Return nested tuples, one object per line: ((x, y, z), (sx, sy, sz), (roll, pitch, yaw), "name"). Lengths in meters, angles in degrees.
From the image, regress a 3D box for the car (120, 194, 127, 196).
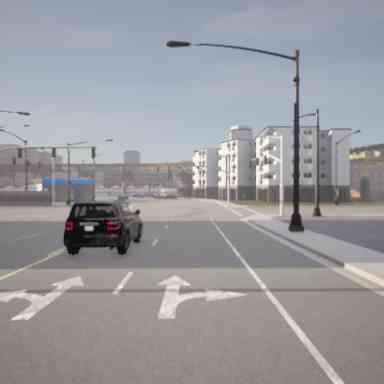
((-16.783, 1.323, 81.606), (1.882, 1.535, 5.008), (0, 1, -23), "car")

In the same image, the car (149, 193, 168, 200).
((-9.015, 1.305, 89.561), (2.128, 1.511, 4.902), (0, 1, -29), "car")

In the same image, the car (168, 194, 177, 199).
((-5.894, 1.259, 91.135), (1.837, 1.490, 4.892), (0, 1, -29), "car")

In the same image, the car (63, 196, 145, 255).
((-3.507, 1.349, 14.018), (2.150, 2.045, 5.566), (0, 0, 0), "car")
